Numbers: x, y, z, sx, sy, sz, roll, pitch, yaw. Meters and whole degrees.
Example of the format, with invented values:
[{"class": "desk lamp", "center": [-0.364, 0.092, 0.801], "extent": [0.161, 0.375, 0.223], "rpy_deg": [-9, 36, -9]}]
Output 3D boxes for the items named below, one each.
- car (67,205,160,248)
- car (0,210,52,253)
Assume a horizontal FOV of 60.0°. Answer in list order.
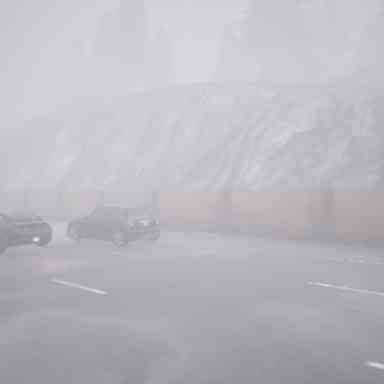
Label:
[{"class": "car", "center": [-3.675, 1.368, 15.216], "extent": [4.553, 1.767, 2.097], "rpy_deg": [0, 0, 36]}, {"class": "car", "center": [-7.805, 1.524, 13.866], "extent": [4.892, 1.490, 1.837], "rpy_deg": [0, 0, 36]}]
